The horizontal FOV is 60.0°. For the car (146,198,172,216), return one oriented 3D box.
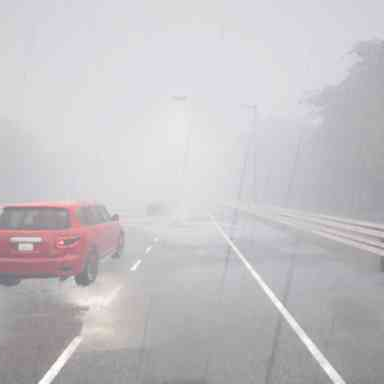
[{"bbox_3d":[-3.460,1.619,33.913,1.882,1.535,5.008,0,0,0],"label":"car"}]

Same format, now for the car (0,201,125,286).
[{"bbox_3d":[-3.498,1.262,9.687,2.150,2.045,5.566,0,0,0],"label":"car"}]

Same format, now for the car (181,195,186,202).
[{"bbox_3d":[-3.357,1.951,87.205,1.895,1.301,4.718,0,0,0],"label":"car"}]

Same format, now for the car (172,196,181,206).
[{"bbox_3d":[-3.408,1.777,61.035,1.812,1.442,4.674,0,0,0],"label":"car"}]
